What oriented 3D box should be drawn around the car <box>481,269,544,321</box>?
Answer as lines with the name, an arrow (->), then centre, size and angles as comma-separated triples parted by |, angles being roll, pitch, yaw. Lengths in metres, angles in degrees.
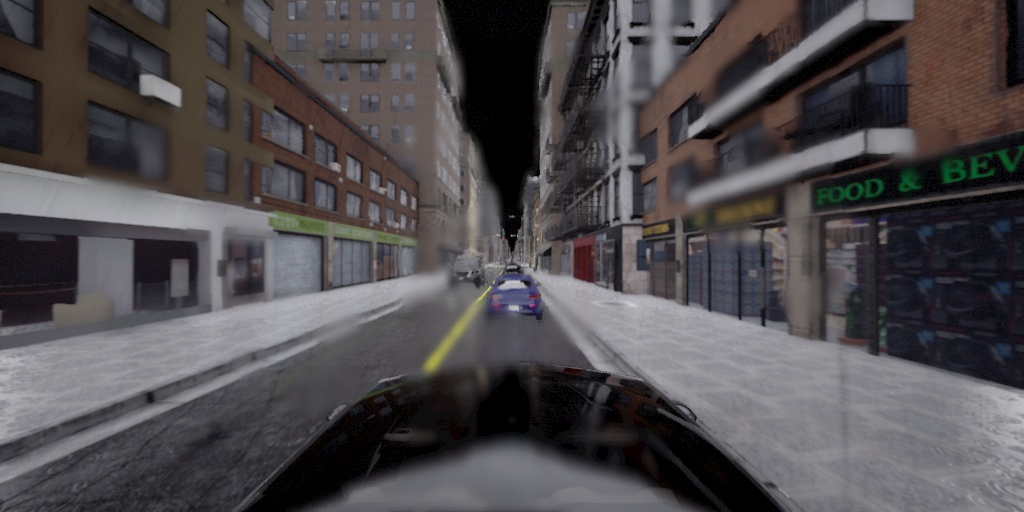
car -> 0.090, 1.356, 12.698 | 1.812, 1.442, 4.674 | 0, 0, 0

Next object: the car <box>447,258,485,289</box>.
car -> -3.094, 1.142, 25.381 | 2.150, 2.045, 5.566 | 0, 0, 0

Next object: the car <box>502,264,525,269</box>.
car -> 0.102, 1.462, 30.959 | 1.837, 1.490, 4.892 | 0, 0, 0
